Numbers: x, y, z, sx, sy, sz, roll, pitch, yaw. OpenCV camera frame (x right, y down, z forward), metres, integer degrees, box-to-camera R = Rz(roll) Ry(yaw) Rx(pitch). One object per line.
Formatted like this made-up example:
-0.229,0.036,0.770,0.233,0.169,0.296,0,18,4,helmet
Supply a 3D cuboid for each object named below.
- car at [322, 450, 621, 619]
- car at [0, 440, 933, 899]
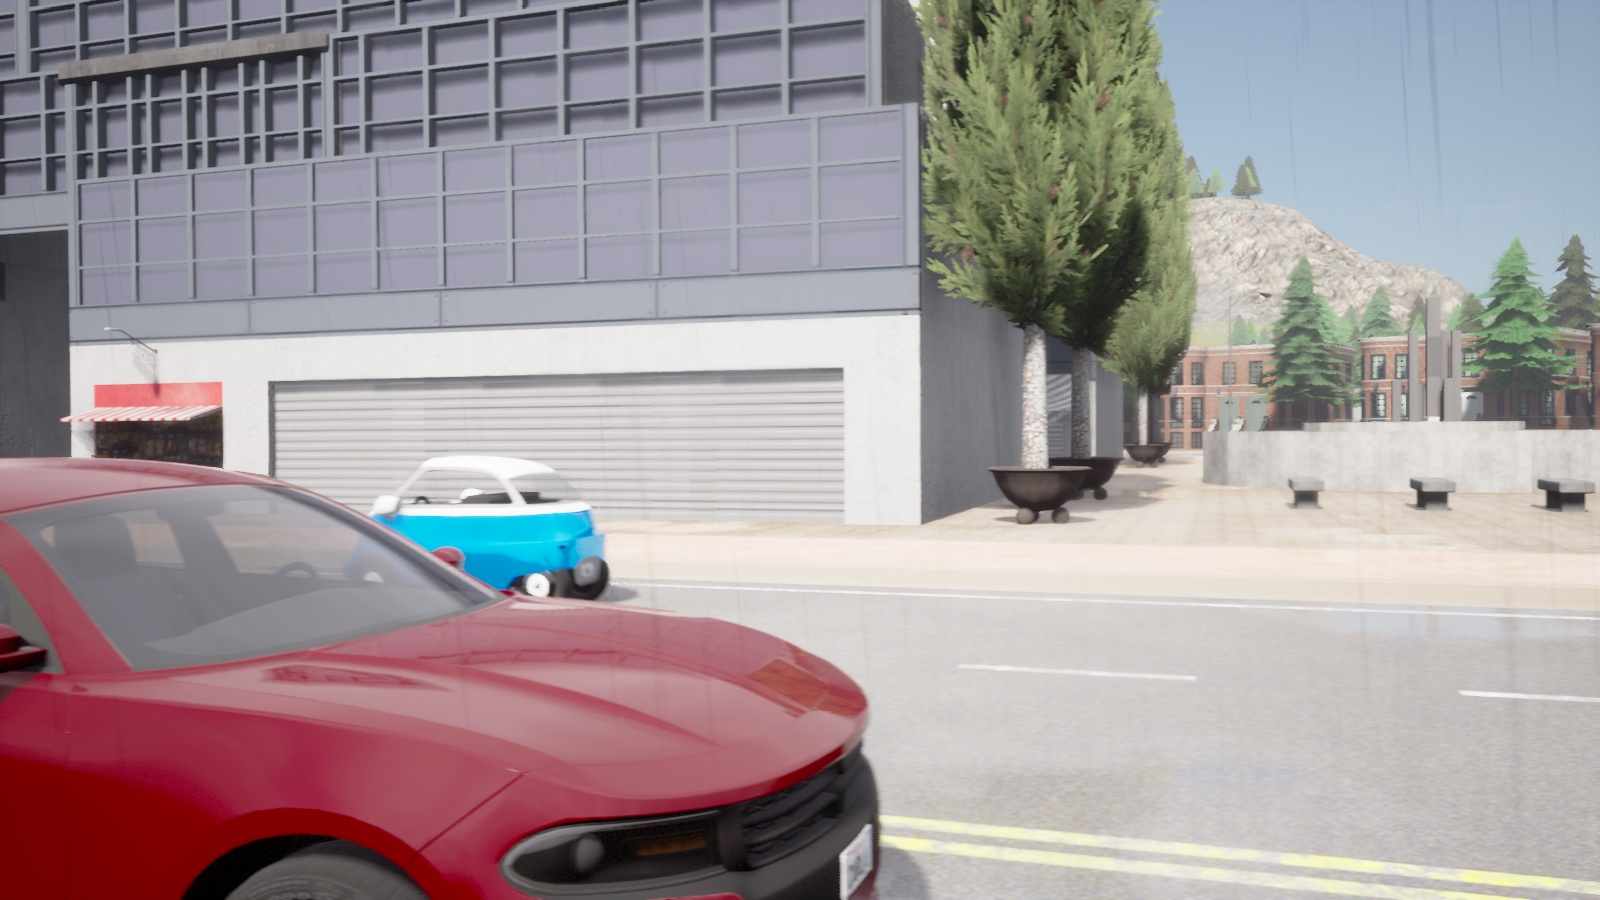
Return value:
-2.988,0.709,11.578,2.207,1.376,1.481,1,1,19,car
-2.249,0.747,3.946,5.008,1.535,1.882,0,1,19,car
